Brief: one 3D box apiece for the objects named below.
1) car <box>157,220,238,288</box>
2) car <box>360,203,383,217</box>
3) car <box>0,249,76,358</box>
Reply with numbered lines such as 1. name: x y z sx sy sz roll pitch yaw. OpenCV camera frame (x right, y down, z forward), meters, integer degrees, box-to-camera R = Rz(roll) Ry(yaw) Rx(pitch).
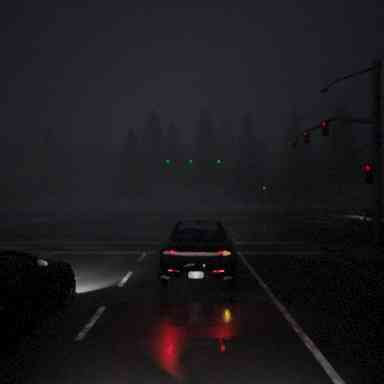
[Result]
1. car: 0.222 1.533 9.412 2.128 1.511 4.902 0 0 3
2. car: 18.698 1.623 31.045 5.357 1.411 2.033 0 0 0
3. car: -3.402 1.587 5.262 1.994 1.385 4.181 0 0 0
